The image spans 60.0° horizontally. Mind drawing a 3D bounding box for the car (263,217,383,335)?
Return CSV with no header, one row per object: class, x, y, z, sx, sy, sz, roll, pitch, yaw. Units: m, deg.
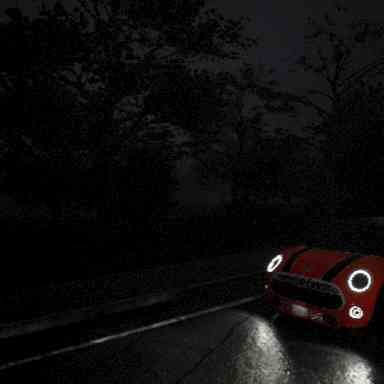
car,3.533,1.346,6.841,4.553,1.767,2.097,0,0,-38
